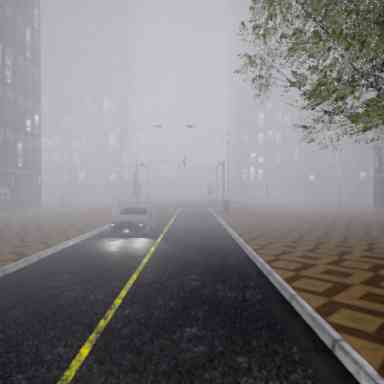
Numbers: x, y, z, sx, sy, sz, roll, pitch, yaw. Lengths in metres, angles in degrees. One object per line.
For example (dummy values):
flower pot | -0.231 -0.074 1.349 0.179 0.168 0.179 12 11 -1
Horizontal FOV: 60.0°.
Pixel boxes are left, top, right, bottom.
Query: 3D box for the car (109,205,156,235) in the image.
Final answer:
car | -3.096 1.459 18.388 2.033 1.411 5.357 0 0 0
